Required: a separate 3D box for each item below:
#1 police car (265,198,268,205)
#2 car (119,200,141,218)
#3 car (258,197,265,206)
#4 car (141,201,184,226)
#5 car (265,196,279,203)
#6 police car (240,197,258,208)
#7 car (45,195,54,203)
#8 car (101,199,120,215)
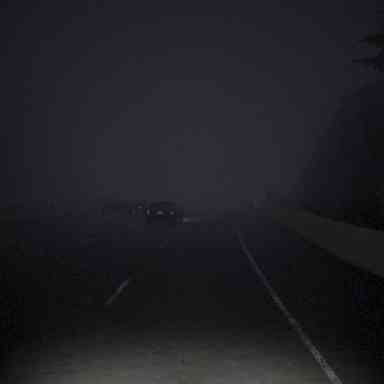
[{"bbox_3d":[13.895,1.832,68.008,1.930,1.638,5.238,1,0,22],"label":"police car"},{"bbox_3d":[-4.564,1.543,30.794,2.128,1.511,4.902,0,0,9],"label":"car"},{"bbox_3d":[11.970,1.821,62.949,1.801,1.575,5.366,1,0,20],"label":"car"},{"bbox_3d":[-1.870,1.412,24.130,2.097,1.767,4.553,1,0,7],"label":"car"},{"bbox_3d":[20.651,1.891,85.579,2.128,1.511,4.902,1,0,29],"label":"car"},{"bbox_3d":[9.037,1.725,54.193,1.930,1.638,5.238,1,0,17],"label":"police car"},{"bbox_3d":[-23.898,1.132,57.492,2.150,2.045,5.566,1,0,15],"label":"car"},{"bbox_3d":[-7.546,1.503,34.264,1.882,1.535,5.008,0,0,10],"label":"car"}]
